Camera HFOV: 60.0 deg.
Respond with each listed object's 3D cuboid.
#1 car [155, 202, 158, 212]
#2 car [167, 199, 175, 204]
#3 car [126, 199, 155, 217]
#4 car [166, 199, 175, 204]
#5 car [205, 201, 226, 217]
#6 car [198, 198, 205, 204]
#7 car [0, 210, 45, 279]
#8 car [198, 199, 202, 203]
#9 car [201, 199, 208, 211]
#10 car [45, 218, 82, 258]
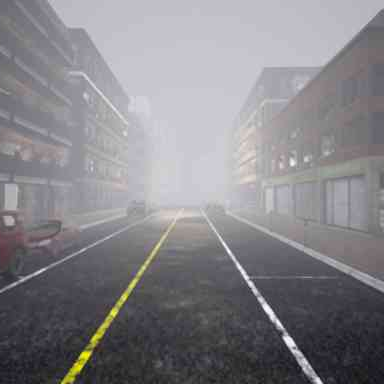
[{"bbox_3d":[-5.713,1.895,41.527,1.967,1.590,4.097,0,-1,0],"label":"car"},{"bbox_3d":[-5.743,2.549,92.250,2.008,1.369,4.403,0,-1,0],"label":"car"},{"bbox_3d":[-5.709,1.709,35.893,2.192,1.841,5.009,0,-1,0],"label":"car"},{"bbox_3d":[-5.739,2.489,86.613,2.008,1.369,4.403,0,-1,0],"label":"car"},{"bbox_3d":[2.670,1.920,36.062,1.752,1.417,4.829,0,-1,0],"label":"car"},{"bbox_3d":[2.638,2.524,92.420,1.752,1.417,4.829,0,-1,0],"label":"car"},{"bbox_3d":[-5.693,1.402,7.713,2.192,1.841,5.009,0,-1,0],"label":"car"},{"bbox_3d":[2.651,2.307,69.706,2.008,1.369,4.403,0,-1,0],"label":"car"},{"bbox_3d":[2.664,2.059,47.163,1.887,1.381,4.507,0,-1,0],"label":"car"},{"bbox_3d":[-5.697,1.731,13.346,1.802,1.307,4.206,0,-1,0],"label":"car"}]
